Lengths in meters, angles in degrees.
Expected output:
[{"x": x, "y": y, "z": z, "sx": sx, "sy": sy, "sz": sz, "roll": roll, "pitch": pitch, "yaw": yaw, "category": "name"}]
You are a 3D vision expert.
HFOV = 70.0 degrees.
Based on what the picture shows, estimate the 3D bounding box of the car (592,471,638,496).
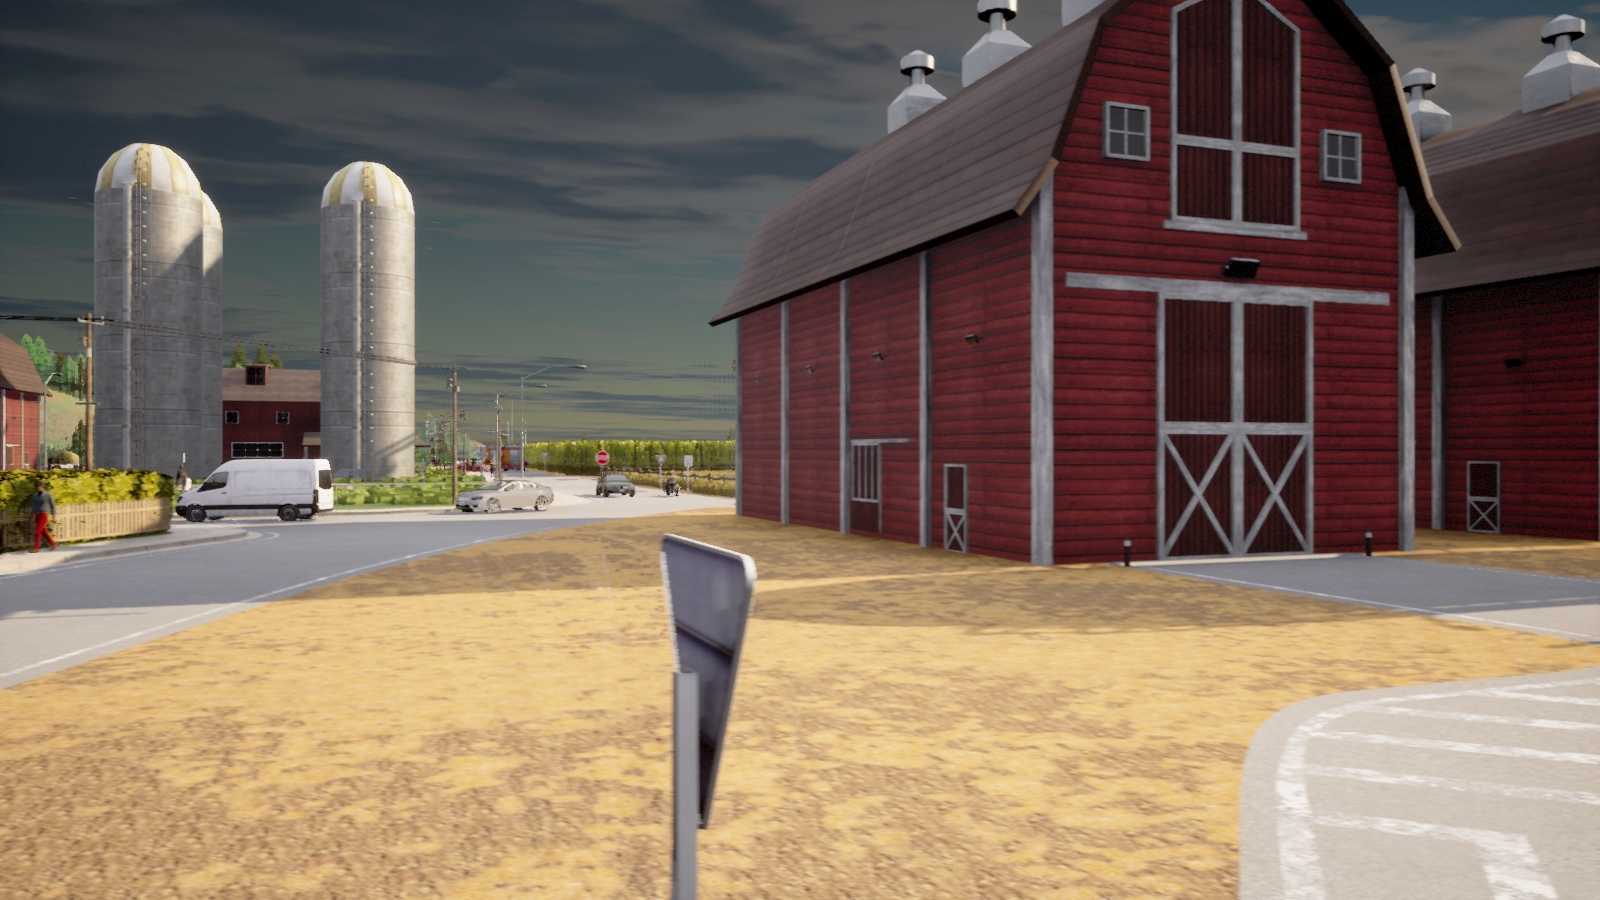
[{"x": -11.683, "y": 2.083, "z": 72.038, "sx": 2.002, "sy": 1.442, "sz": 4.674, "roll": 0, "pitch": 0, "yaw": -20, "category": "car"}]

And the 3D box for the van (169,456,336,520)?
[{"x": -22.531, "y": 1.527, "z": 47.190, "sx": 5.915, "sy": 2.561, "sz": 1.988, "roll": 0, "pitch": -1, "yaw": -4, "category": "van"}]

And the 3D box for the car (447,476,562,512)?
[{"x": -13.599, "y": 1.989, "z": 52.817, "sx": 2.128, "sy": 1.511, "sz": 4.902, "roll": 0, "pitch": 0, "yaw": 36, "category": "car"}]

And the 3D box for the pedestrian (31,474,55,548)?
[{"x": -19.428, "y": 1.556, "z": 29.322, "sx": 0.375, "sy": 1.860, "sz": 0.375, "roll": 0, "pitch": 0, "yaw": 4, "category": "pedestrian"}]

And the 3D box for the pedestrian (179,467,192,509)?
[{"x": -27.333, "y": 1.696, "z": 50.827, "sx": 0.375, "sy": 1.860, "sz": 0.375, "roll": 0, "pitch": 0, "yaw": 5, "category": "pedestrian"}]

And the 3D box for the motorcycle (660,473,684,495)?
[{"x": -8.164, "y": 2.157, "z": 72.739, "sx": 0.764, "sy": 1.307, "sz": 2.356, "roll": 1, "pitch": -1, "yaw": -24, "category": "motorcycle"}]
